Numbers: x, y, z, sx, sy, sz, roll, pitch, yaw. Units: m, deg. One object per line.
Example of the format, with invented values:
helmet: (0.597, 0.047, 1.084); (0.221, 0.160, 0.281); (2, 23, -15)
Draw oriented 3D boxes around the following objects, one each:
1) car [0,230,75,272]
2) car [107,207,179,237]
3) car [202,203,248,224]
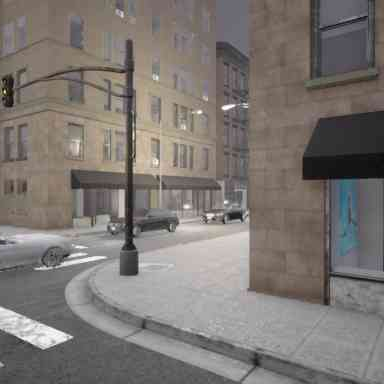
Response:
car: (-5.762, 1.632, 9.270); (1.895, 1.301, 4.718); (0, -1, 35)
car: (-2.604, 1.620, 18.810); (1.812, 1.442, 4.674); (0, 0, 37)
car: (2.697, 1.640, 26.285); (2.128, 1.511, 4.902); (0, 0, 35)
